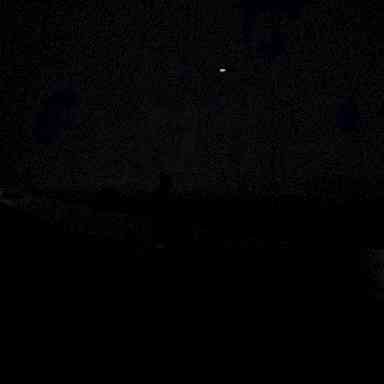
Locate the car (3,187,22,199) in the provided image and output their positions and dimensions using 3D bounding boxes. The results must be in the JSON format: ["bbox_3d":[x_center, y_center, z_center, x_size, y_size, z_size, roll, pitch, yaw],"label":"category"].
[{"bbox_3d":[-24.648,0.115,45.643,1.882,1.535,5.008,-1,3,-36],"label":"car"}]
